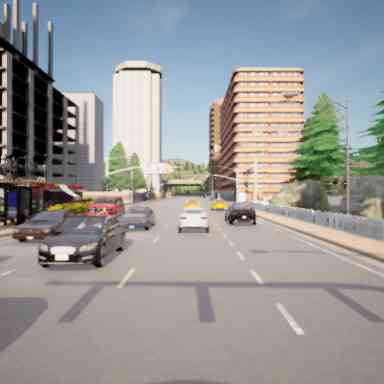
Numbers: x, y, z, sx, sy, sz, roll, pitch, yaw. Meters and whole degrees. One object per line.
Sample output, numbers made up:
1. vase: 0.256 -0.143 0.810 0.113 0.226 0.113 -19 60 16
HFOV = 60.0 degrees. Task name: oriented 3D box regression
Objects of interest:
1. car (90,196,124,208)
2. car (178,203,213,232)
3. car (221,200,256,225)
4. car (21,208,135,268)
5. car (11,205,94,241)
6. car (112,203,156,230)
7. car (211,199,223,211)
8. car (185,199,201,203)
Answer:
1. car: -6.997 1.350 27.659 2.150 2.045 5.566 0 0 0
2. car: 0.102 1.622 20.785 1.812 1.442 4.674 0 0 0
3. car: 3.603 1.595 25.340 1.882 1.535 5.008 0 0 0
4. car: -3.578 1.546 11.619 2.128 1.511 4.902 0 0 0
5. car: -7.047 1.628 17.169 2.033 1.411 5.357 0 0 0
6. car: -3.501 1.650 22.067 2.033 1.411 5.357 0 0 0
7. car: 3.596 1.686 44.976 1.882 1.535 5.008 0 0 0
8. car: 0.090 1.674 42.332 1.882 1.535 5.008 0 0 0
